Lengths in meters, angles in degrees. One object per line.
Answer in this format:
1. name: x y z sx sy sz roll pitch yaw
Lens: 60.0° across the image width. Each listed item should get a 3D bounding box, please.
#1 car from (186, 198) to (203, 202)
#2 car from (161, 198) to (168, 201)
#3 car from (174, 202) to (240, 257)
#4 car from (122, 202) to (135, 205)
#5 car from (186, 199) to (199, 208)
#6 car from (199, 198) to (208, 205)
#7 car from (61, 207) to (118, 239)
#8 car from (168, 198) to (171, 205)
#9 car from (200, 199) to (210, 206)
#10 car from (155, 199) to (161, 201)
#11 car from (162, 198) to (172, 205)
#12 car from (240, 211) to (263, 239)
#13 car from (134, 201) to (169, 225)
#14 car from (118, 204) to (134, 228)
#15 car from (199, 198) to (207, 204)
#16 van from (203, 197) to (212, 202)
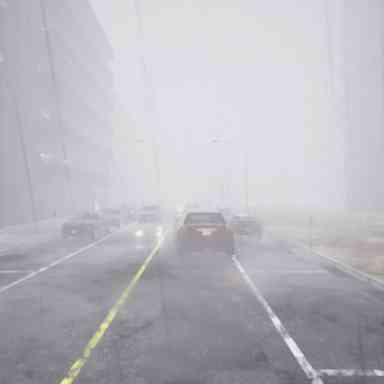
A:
1. car: 0.077 1.838 40.813 1.882 1.535 5.008 0 -1 0
2. car: -5.715 1.948 57.299 1.967 1.590 4.097 1 -1 0
3. car: 0.360 1.473 13.696 2.097 1.767 4.553 0 0 -4
4. car: -5.694 1.700 29.451 1.967 1.590 4.097 1 -1 0
5. car: 0.067 2.013 58.884 2.128 1.511 4.902 0 0 0
6. car: 2.785 2.257 79.581 2.008 1.369 4.403 1 -1 0
7. car: -5.689 1.707 18.311 1.887 1.381 4.507 1 -1 0
8. car: -5.798 2.189 68.436 1.802 1.307 4.206 1 -1 0
9. car: 2.745 2.158 69.151 1.887 1.381 4.507 1 -1 0
10. car: -5.706 1.991 46.159 1.802 1.307 4.206 1 -1 0
11. car: -5.851 2.127 77.341 1.967 1.590 4.097 1 -1 0
12. car: 2.691 1.706 18.315 1.887 1.381 4.507 1 -1 0
13. car: -3.113 1.737 26.246 1.837 1.490 4.892 0 0 0
14. car: -5.693 1.777 23.881 1.947 1.339 4.313 1 -1 0
15. car: 2.781 2.307 85.150 2.008 1.369 4.403 1 -1 0
16. van: 2.697 1.878 60.692 1.690 1.788 3.998 1 -1 0
